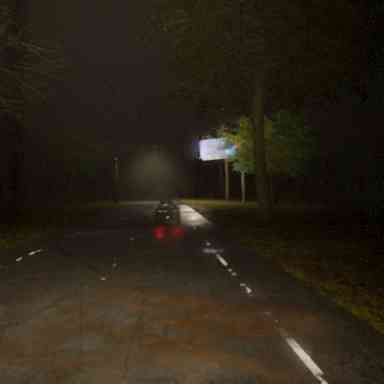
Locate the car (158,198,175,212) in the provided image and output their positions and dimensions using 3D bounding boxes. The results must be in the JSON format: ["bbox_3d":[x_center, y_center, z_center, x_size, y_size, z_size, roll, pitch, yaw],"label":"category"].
[{"bbox_3d":[-3.141,1.498,41.016,2.033,1.411,5.357,-1,1,-4],"label":"car"}]

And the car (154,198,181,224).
[{"bbox_3d":[-1.854,1.533,25.318,2.128,1.511,4.902,-1,0,-4],"label":"car"}]
